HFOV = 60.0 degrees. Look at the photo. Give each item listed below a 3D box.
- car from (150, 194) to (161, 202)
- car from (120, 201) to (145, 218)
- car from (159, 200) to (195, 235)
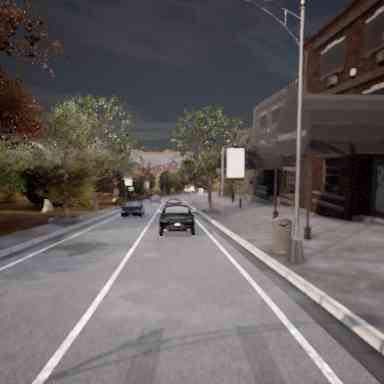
[{"bbox_3d":[-7.850,1.318,71.758,2.097,1.767,4.553,0,0,-4],"label":"car"},{"bbox_3d":[-5.305,1.552,30.493,2.033,1.411,5.357,0,0,-4],"label":"car"},{"bbox_3d":[-0.871,1.456,18.914,1.882,1.535,5.008,0,0,-4],"label":"car"}]
